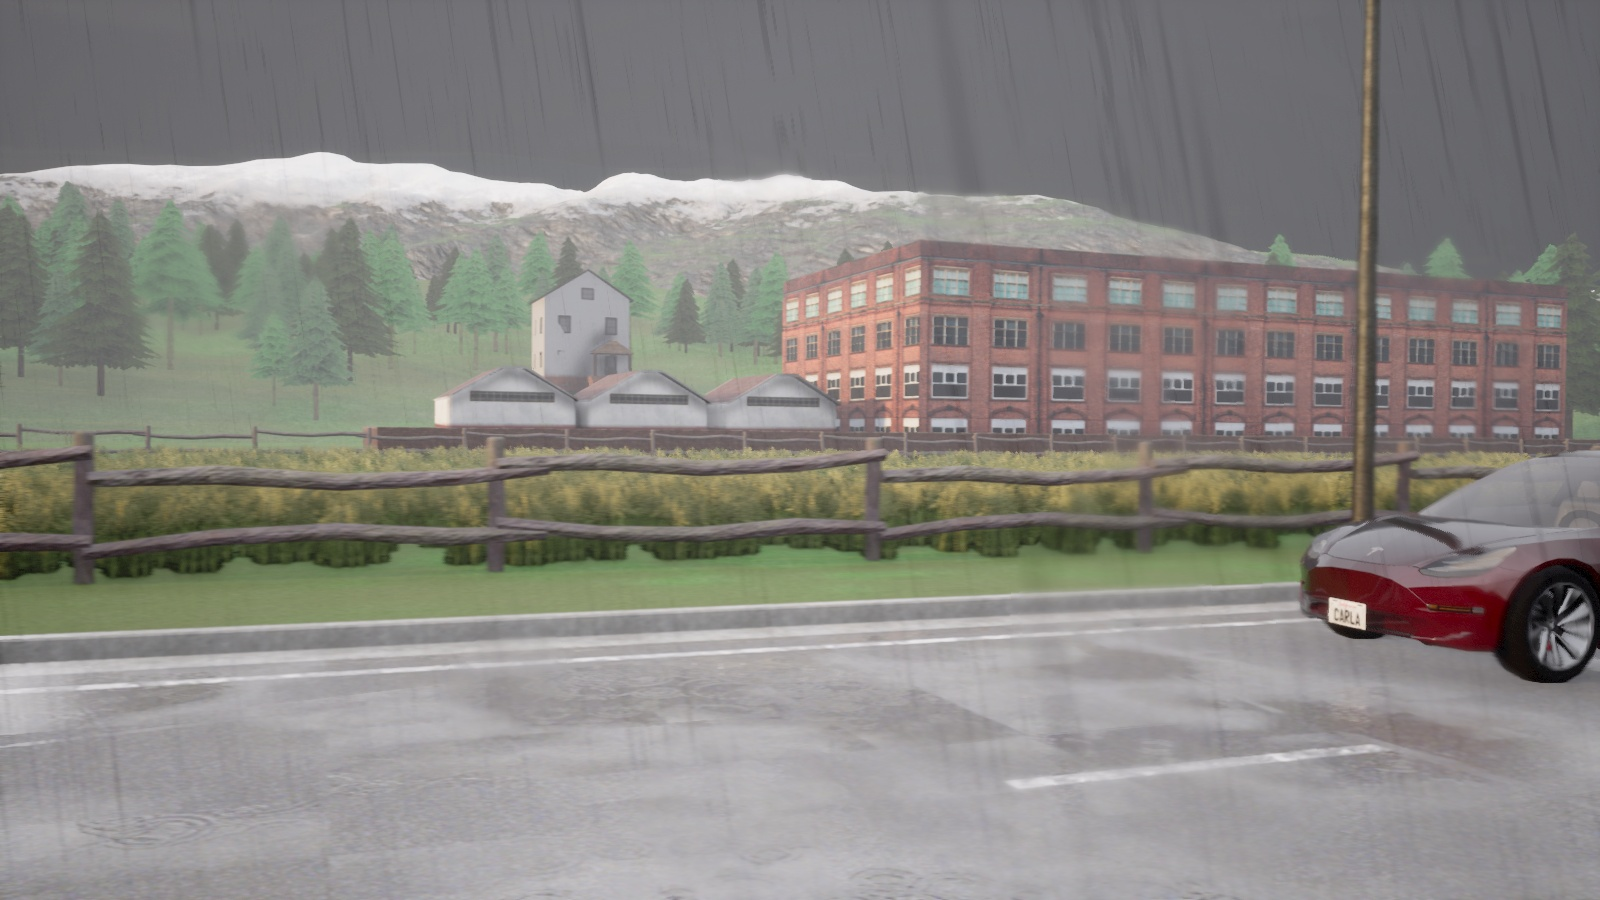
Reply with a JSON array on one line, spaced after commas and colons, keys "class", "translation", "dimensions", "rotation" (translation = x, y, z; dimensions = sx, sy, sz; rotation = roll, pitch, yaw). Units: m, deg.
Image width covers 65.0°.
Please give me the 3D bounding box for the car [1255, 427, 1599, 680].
[{"class": "car", "translation": [6.074, 0.583, 9.186], "dimensions": [4.792, 1.488, 2.163], "rotation": [-1, 1, -15]}]
